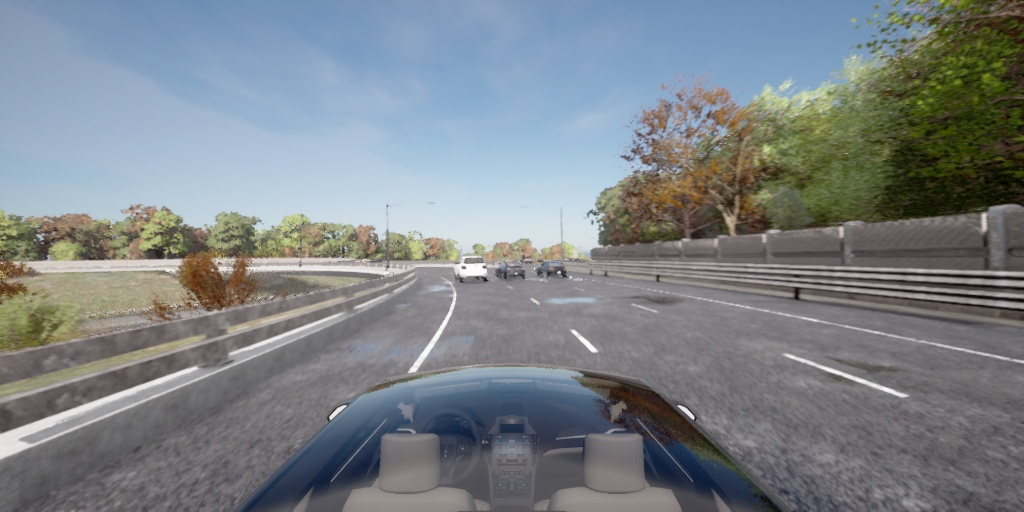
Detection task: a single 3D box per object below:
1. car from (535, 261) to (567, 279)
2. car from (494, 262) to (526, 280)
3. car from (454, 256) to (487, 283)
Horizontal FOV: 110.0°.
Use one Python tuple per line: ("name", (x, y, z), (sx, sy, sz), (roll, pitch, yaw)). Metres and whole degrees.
("car", (3.385, 1.183, 31.446), (1.812, 1.442, 4.674), (-1, 0, -11))
("car", (-0.252, 1.223, 30.881), (2.128, 1.511, 4.902), (-1, 0, -15))
("car", (-3.469, 1.019, 29.486), (2.150, 2.045, 5.566), (-1, 0, -14))
